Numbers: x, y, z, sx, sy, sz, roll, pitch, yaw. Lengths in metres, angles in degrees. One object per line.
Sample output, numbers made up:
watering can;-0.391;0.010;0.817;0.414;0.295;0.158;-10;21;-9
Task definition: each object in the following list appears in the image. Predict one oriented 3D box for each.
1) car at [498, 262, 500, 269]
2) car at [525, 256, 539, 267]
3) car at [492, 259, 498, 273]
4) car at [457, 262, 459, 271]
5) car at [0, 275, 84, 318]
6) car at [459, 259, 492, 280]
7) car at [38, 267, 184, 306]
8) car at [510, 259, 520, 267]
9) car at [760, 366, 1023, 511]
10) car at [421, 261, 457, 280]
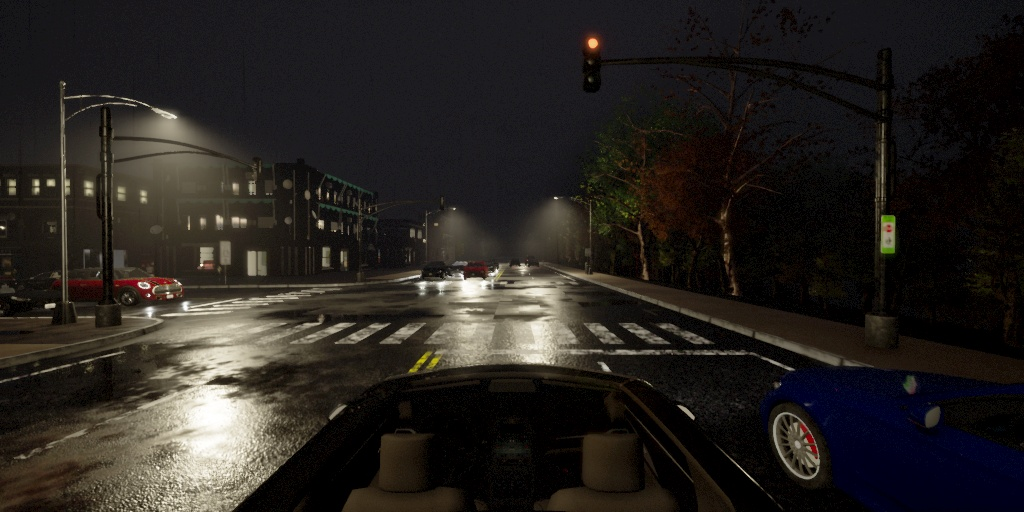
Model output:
car;-2.924;1.236;54.722;1.837;1.490;4.892;0;0;1
car;3.835;1.203;64.653;1.882;1.535;5.008;0;0;1
car;-3.017;1.261;43.652;1.812;1.442;4.674;0;0;1
car;-6.269;1.336;43.805;1.895;1.301;4.718;0;0;1
car;-19.858;1.565;13.767;4.313;1.339;1.948;0;0;1
car;-3.113;1.219;31.444;1.882;1.535;5.008;0;0;1
car;-17.994;1.302;16.484;4.553;1.767;2.097;-1;1;0
car;0.585;1.230;64.812;1.837;1.490;4.892;0;0;0
car;3.355;1.276;1.587;1.812;1.442;4.674;0;0;1
car;-6.458;1.219;31.472;1.882;1.535;5.008;0;0;3
